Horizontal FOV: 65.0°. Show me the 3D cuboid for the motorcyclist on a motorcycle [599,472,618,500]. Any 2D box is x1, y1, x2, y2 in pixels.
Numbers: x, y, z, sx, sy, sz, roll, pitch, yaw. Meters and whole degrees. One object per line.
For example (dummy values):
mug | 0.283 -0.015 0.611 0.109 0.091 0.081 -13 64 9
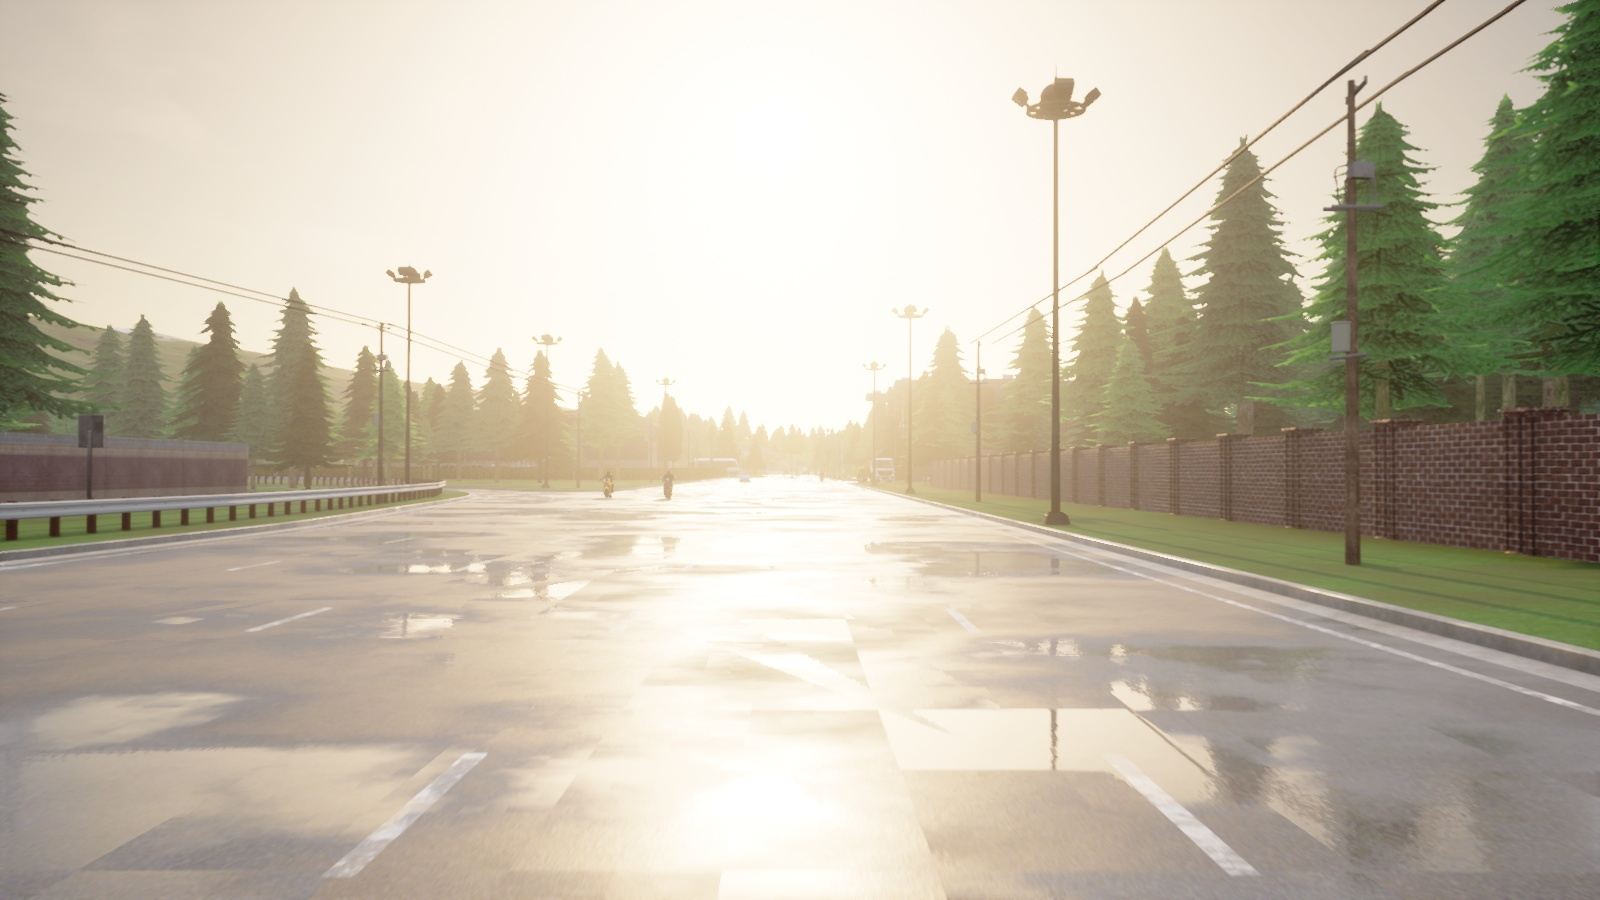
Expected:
motorcyclist on a motorcycle | -10.685 2.014 70.130 0.797 1.523 2.044 0 -1 -1
